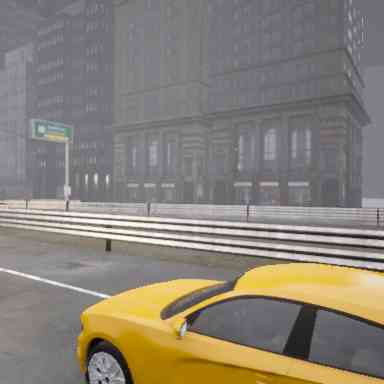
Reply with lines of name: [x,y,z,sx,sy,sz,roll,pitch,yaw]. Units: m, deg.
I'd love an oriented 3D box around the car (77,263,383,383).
car: [0.988,1.476,3.201,5.008,1.535,1.882,0,0,34]

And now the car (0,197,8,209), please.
car: [-27.204,1.468,44.821,4.553,1.767,2.097,0,0,17]
